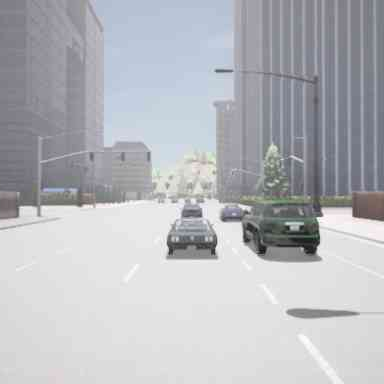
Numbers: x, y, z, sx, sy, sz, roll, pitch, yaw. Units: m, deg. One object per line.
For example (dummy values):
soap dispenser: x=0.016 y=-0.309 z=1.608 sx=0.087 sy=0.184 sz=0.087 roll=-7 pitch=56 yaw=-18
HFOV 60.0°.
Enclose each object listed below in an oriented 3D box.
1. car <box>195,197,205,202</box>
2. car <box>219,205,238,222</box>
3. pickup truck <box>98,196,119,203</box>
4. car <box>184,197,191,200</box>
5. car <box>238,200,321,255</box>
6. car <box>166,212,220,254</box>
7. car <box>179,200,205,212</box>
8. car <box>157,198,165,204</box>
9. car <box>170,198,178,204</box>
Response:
car: x=2.299 y=2.169 z=89.885 sx=2.097 sy=1.767 sz=4.553 roll=0 pitch=-1 yaw=-1
car: x=3.518 y=1.836 z=29.359 sx=1.994 sy=1.385 sz=4.181 roll=0 pitch=0 yaw=1
pickup truck: x=-21.266 y=1.854 z=86.057 sx=2.390 sy=2.098 sz=6.274 roll=0 pitch=-1 yaw=30
car: x=-1.202 y=2.355 z=89.892 sx=2.033 sy=1.411 sz=5.357 roll=0 pitch=-1 yaw=-1
car: x=3.505 y=1.347 z=14.019 sx=2.150 sy=2.045 sz=5.566 roll=0 pitch=0 yaw=0
car: x=0.006 y=1.732 z=14.101 sx=1.895 sy=1.301 sz=4.718 roll=0 pitch=0 yaw=0
car: x=-0.034 y=1.779 z=29.314 sx=1.837 sy=1.490 sz=4.892 roll=0 pitch=0 yaw=-1
car: x=-8.182 y=2.340 z=88.557 sx=2.128 sy=1.511 sz=4.902 roll=0 pitch=-1 yaw=-1
car: x=-4.682 y=2.293 z=88.611 sx=1.882 sy=1.535 sz=5.008 roll=0 pitch=-1 yaw=-1
